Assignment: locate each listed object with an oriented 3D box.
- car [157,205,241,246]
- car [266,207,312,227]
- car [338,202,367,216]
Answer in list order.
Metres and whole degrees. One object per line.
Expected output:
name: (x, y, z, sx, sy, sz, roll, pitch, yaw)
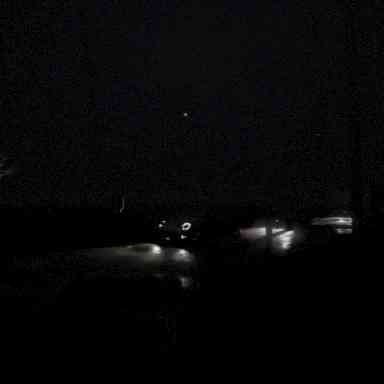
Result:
car: (0.435, 1.507, 16.475, 2.097, 1.767, 4.553, 0, 0, 43)
car: (7.034, 1.761, 23.913, 1.994, 1.385, 4.181, 0, 0, 41)
car: (17.069, 1.791, 35.292, 2.128, 1.511, 4.902, 0, 0, 42)
